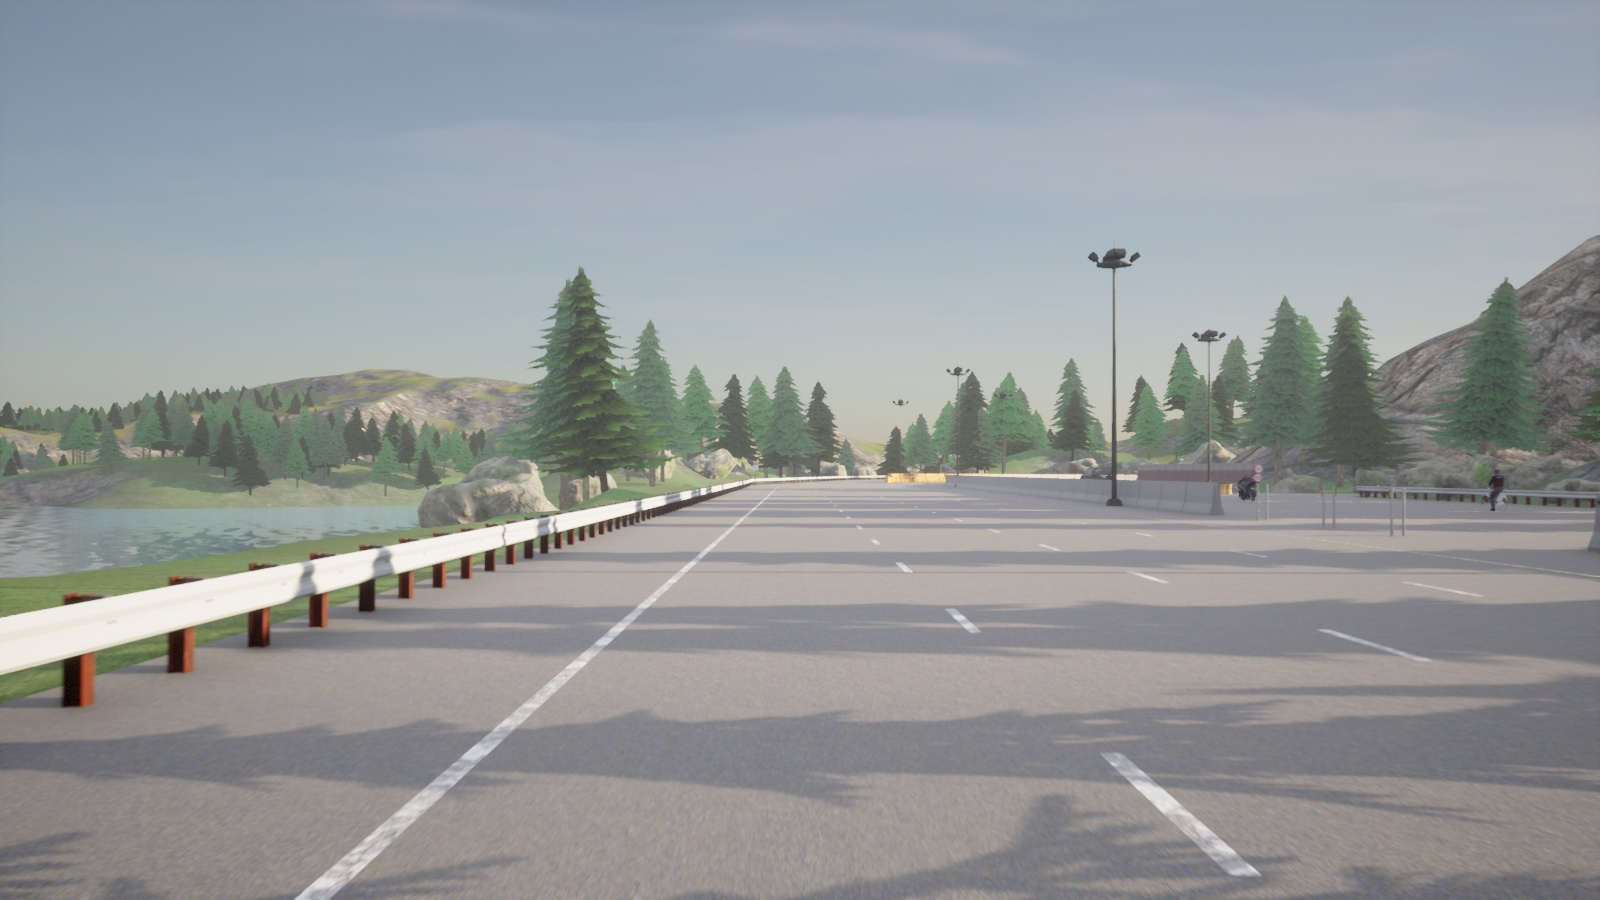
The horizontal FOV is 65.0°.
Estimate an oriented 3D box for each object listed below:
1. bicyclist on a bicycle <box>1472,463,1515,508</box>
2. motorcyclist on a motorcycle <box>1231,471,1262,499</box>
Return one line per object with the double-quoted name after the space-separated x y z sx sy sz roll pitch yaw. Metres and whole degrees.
27.881 1.420 50.509 0.659 1.776 1.843 0 -1 0 "bicyclist on a bicycle"
24.353 1.900 68.570 0.866 1.530 2.191 0 -1 0 "motorcyclist on a motorcycle"
